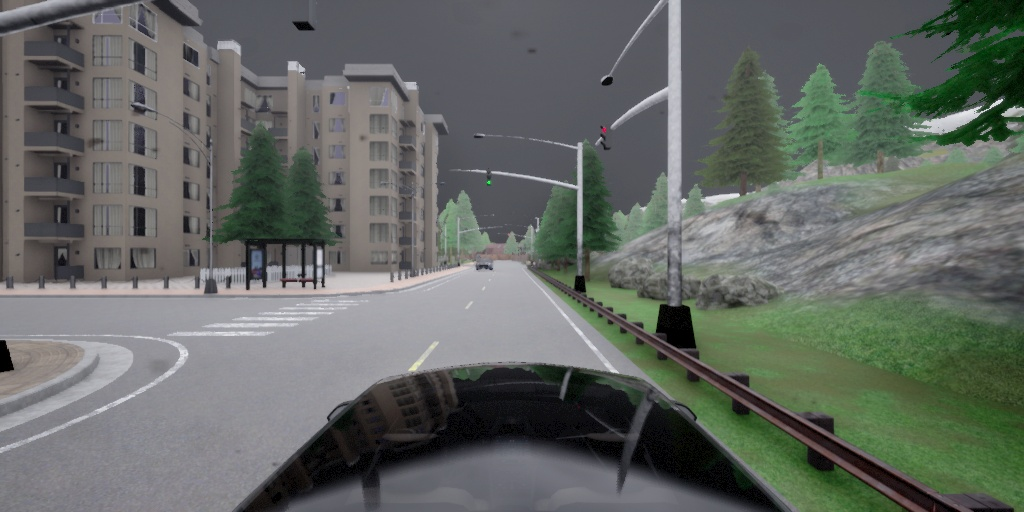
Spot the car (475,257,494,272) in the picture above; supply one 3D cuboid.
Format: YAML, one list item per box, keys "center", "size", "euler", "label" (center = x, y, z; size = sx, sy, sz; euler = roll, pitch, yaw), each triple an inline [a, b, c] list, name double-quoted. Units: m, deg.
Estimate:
- center: [-3.423, 0.971, 45.614]
  size: [2.097, 1.767, 4.553]
  euler: [0, 0, 0]
  label: "car"
